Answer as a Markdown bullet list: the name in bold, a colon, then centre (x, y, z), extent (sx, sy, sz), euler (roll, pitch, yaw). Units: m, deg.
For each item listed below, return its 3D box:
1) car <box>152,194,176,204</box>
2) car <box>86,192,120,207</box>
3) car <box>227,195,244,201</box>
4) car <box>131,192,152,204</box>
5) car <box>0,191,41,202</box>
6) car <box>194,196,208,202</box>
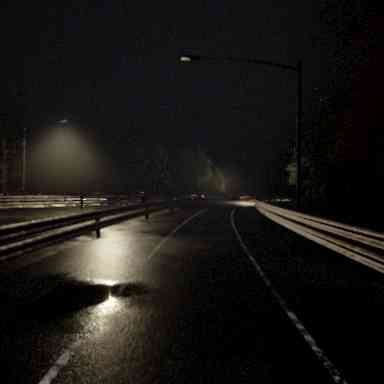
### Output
- **car**: centre (-4.118, 1.191, 55.488), extent (1.882, 1.535, 5.008), euler (0, -1, 25)
- **car**: centre (-10.833, 0.852, 40.870), extent (2.097, 1.767, 4.553), euler (0, -1, 25)
- **car**: centre (11.863, 1.768, 90.715), extent (1.812, 1.442, 4.674), euler (0, -1, 24)
- **car**: centre (-8.134, 1.165, 55.128), extent (1.837, 1.490, 4.892), euler (0, -1, 25)
- **car**: centre (-19.692, 0.737, 38.386), extent (2.097, 1.767, 4.553), euler (0, -1, 25)
- **car**: centre (2.168, 1.561, 77.773), extent (1.994, 1.385, 4.181), euler (0, -1, 24)
